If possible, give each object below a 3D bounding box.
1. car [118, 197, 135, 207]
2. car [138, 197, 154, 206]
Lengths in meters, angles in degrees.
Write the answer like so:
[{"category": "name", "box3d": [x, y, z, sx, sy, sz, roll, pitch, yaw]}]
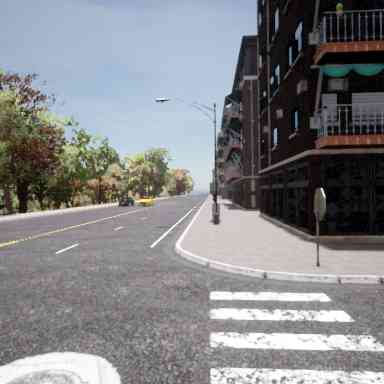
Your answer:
[{"category": "car", "box3d": [-10.549, 1.554, 53.831, 1.837, 1.490, 4.892, -1, 0, 3]}, {"category": "car", "box3d": [-7.305, 1.482, 53.636, 1.882, 1.535, 5.008, -1, 0, 3]}]
